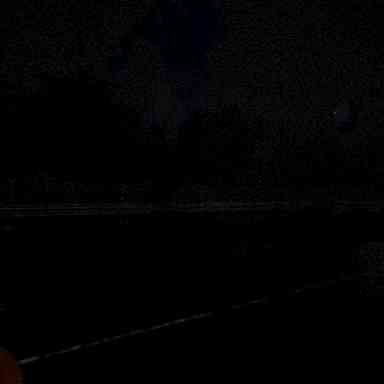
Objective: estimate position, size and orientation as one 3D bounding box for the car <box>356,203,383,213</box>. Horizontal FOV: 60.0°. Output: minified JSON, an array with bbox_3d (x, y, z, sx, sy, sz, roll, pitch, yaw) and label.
[{"bbox_3d":[16.588,1.883,28.710,4.718,1.301,1.895,1,0,-35],"label":"car"}]

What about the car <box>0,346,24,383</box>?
[{"bbox_3d":[-3.423,1.457,1.305,5.008,1.535,1.882,1,0,-35],"label":"car"}]

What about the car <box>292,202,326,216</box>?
[{"bbox_3d":[12.383,1.759,34.309,5.008,1.535,1.882,1,0,-35],"label":"car"}]

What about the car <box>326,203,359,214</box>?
[{"bbox_3d":[15.673,1.787,32.353,4.902,1.511,2.128,1,0,-35],"label":"car"}]
